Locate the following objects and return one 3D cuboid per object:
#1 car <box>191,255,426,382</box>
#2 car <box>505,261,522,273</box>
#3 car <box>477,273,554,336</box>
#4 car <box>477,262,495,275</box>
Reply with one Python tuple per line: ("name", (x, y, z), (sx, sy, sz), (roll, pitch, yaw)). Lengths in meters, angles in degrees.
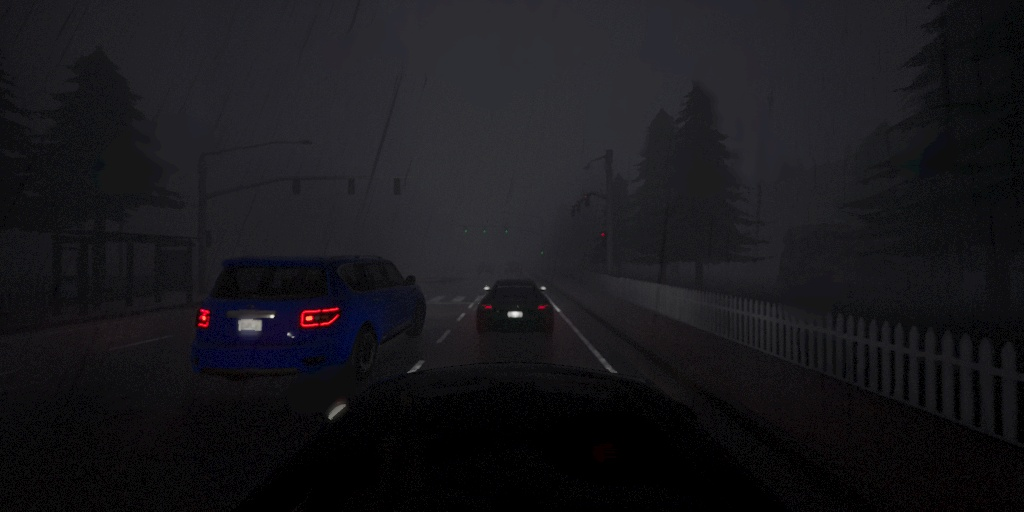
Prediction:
("car", (-3.410, 1.011, 7.375), (2.150, 2.045, 5.566), (0, 0, 0))
("car", (0.210, 1.393, 45.331), (2.097, 1.767, 4.553), (0, 0, 0))
("car", (0.092, 1.374, 10.582), (1.994, 1.385, 4.181), (0, 0, 0))
("car", (-3.292, 1.532, 45.209), (2.128, 1.511, 4.902), (0, 0, 0))
